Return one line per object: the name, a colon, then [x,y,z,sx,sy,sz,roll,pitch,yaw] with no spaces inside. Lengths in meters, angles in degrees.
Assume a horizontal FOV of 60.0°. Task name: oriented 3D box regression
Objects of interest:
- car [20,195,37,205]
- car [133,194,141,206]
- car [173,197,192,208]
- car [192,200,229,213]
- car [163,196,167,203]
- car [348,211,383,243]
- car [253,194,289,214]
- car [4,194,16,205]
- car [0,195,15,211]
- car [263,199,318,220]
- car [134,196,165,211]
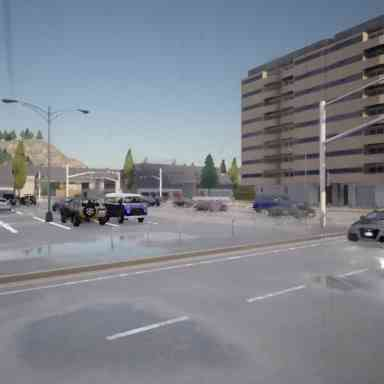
car: [-27.292,1.209,55.329,1.932,1.855,4.605,0,0,-35]
car: [-9.309,1.547,66.534,2.128,1.511,4.902,0,0,-35]
car: [-1.017,1.561,48.495,1.837,1.490,4.892,0,0,-35]
car: [2.301,1.619,37.769,1.994,1.385,4.181,0,0,-35]
car: [-6.997,1.546,69.324,2.128,1.511,4.902,0,0,-35]
car: [8.806,1.562,15.106,4.181,1.385,1.994,0,0,-42]
car: [8.838,1.279,34.604,2.150,2.045,5.566,0,0,-35]
car: [-29.688,1.212,53.706,1.905,1.878,3.866,0,0,-35]
car: [-21.832,1.451,37.872,1.970,1.475,3.806,0,0,-35]
car: [8.667,1.620,28.808,1.994,1.385,4.181,0,0,-35]
car: [-6.475,1.656,50.155,1.895,1.301,4.718,0,0,-35]
